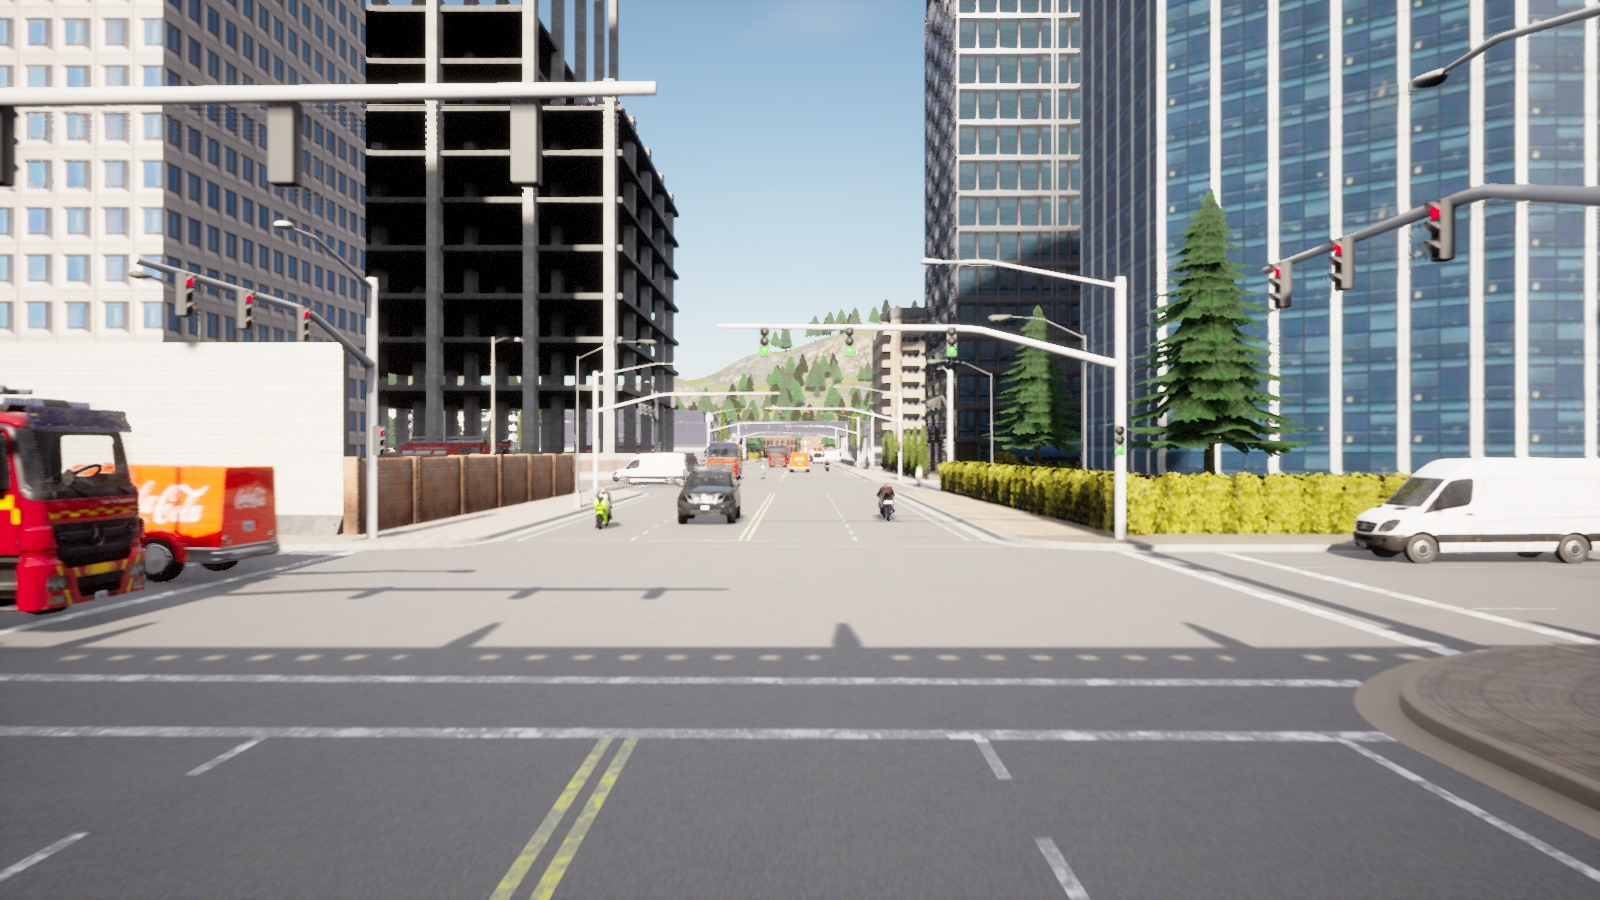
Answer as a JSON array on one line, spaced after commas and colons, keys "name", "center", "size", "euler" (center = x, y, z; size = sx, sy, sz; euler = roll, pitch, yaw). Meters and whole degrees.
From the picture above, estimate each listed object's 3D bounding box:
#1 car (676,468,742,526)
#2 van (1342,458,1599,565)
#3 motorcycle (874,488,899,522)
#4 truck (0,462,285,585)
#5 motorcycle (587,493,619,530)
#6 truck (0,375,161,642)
[{"name": "car", "center": [-3.505, 1.779, 44.926], "size": [2.150, 2.045, 5.566], "euler": [0, 0, 0]}, {"name": "van", "center": [16.958, 1.478, 28.500], "size": [5.915, 2.561, 1.988], "euler": [0, 0, 0]}, {"name": "motorcycle", "center": [3.494, 2.204, 46.268], "size": [0.867, 1.251, 2.209], "euler": [0, 0, 0]}, {"name": "truck", "center": [-14.446, 1.516, 24.931], "size": [5.204, 2.467, 2.627], "euler": [0, 0, 4]}, {"name": "motorcycle", "center": [-7.005, 2.186, 40.664], "size": [0.803, 1.199, 2.033], "euler": [0, 0, 0]}, {"name": "truck", "center": [-15.018, 0.838, 17.825], "size": [8.468, 3.827, 2.891], "euler": [0, 0, 0]}]
